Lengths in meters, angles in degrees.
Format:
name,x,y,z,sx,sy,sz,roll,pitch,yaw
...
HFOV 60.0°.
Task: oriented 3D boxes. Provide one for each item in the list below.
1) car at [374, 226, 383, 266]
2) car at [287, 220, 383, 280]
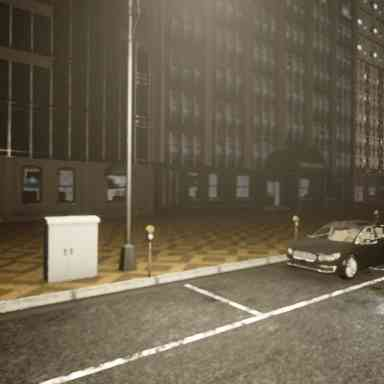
name,x,y,z,sx,sy,sz,roll,pitch,yaw
car,6.954,1.555,8.254,5.357,1.411,2.033,0,0,-35
car,4.661,1.558,9.876,4.403,1.369,2.008,0,1,-36
